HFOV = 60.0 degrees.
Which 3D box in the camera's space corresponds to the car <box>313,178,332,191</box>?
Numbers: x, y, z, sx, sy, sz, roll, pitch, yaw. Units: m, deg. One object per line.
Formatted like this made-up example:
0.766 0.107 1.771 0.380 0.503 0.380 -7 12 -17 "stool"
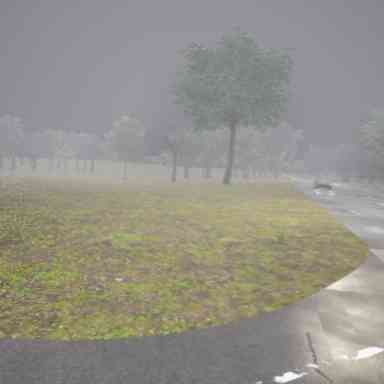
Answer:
16.930 -1.063 43.123 1.882 1.535 5.008 5 4 14 "car"
